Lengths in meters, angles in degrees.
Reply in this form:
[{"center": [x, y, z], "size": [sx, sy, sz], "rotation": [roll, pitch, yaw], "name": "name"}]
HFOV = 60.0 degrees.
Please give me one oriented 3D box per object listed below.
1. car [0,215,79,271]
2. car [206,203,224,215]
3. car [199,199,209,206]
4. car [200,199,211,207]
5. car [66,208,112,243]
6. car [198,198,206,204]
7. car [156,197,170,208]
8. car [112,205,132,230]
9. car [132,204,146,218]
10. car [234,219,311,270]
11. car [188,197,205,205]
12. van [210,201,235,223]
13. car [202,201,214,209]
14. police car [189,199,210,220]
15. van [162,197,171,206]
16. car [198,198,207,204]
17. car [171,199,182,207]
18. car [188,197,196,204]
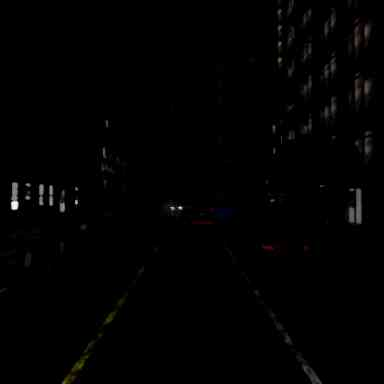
[{"center": [-5.692, 1.676, 11.242], "size": [2.008, 1.369, 4.403], "rotation": [0, -1, 0], "name": "car"}, {"center": [2.685, 1.995, 39.700], "size": [1.802, 1.307, 4.206], "rotation": [0, -1, 0], "name": "car"}, {"center": [2.681, 2.297, 73.854], "size": [2.008, 1.369, 4.403], "rotation": [0, 0, 0], "name": "car"}, {"center": [2.682, 2.246, 68.162], "size": [2.008, 1.369, 4.403], "rotation": [0, -1, 0], "name": "car"}, {"center": [-5.693, 1.624, 16.936], "size": [1.967, 1.590, 4.097], "rotation": [0, -1, 0], "name": "car"}, {"center": [2.679, 2.333, 90.932], "size": [1.967, 1.590, 4.097], "rotation": [0, 0, 0], "name": "car"}, {"center": [-5.698, 2.192, 62.472], "size": [2.008, 1.369, 4.403], "rotation": [0, -1, 0], "name": "car"}, {"center": [-5.693, 1.792, 22.627], "size": [2.008, 1.369, 4.403], "rotation": [0, -1, 0], "name": "car"}, {"center": [-5.695, 1.938, 34.010], "size": [1.802, 1.307, 4.206], "rotation": [0, -1, 0], "name": "car"}, {"center": [2.689, 1.707, 11.241], "size": [1.802, 1.307, 4.206], "rotation": [0, -1, 0], "name": "car"}, {"center": [0.845, 1.781, 41.299], "size": [2.097, 1.767, 4.553], "rotation": [0, -1, -1], "name": "car"}, {"center": [2.687, 1.640, 28.319], "size": [1.690, 1.788, 3.998], "rotation": [0, -1, 0], "name": "van"}, {"center": [2.683, 2.167, 56.777], "size": [1.802, 1.307, 4.206], "rotation": [0, -1, 0], "name": "car"}, {"center": [0.896, 1.755, 31.447], "size": [1.930, 1.638, 5.238], "rotation": [0, -1, 0], "name": "police car"}, {"center": [-5.699, 2.088, 73.859], "size": [1.690, 1.788, 3.998], "rotation": [0, -1, 0], "name": "van"}, {"center": [2.680, 2.285, 85.240], "size": [1.967, 1.590, 4.097], "rotation": [0, 0, 0], "name": "car"}, {"center": [-3.027, 2.193, 65.224], "size": [1.812, 1.442, 4.674], "rotation": [0, -1, 0], "name": "car"}, {"center": [-0.011, 2.129, 82.067], "size": [2.097, 1.767, 4.553], "rotation": [0, 0, 0], "name": "car"}]
